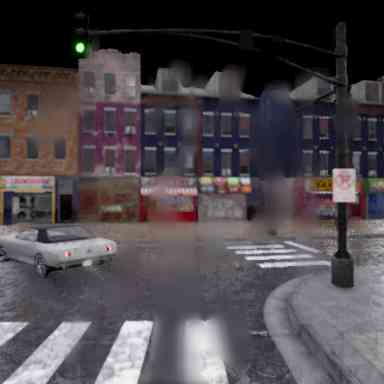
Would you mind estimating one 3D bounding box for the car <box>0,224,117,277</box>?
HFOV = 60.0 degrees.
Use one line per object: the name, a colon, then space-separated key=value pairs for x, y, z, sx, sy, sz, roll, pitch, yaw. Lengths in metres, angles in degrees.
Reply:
car: x=-4.527 y=1.668 z=10.536 sx=4.718 sy=1.301 sz=1.895 roll=-1 pitch=-1 yaw=41
